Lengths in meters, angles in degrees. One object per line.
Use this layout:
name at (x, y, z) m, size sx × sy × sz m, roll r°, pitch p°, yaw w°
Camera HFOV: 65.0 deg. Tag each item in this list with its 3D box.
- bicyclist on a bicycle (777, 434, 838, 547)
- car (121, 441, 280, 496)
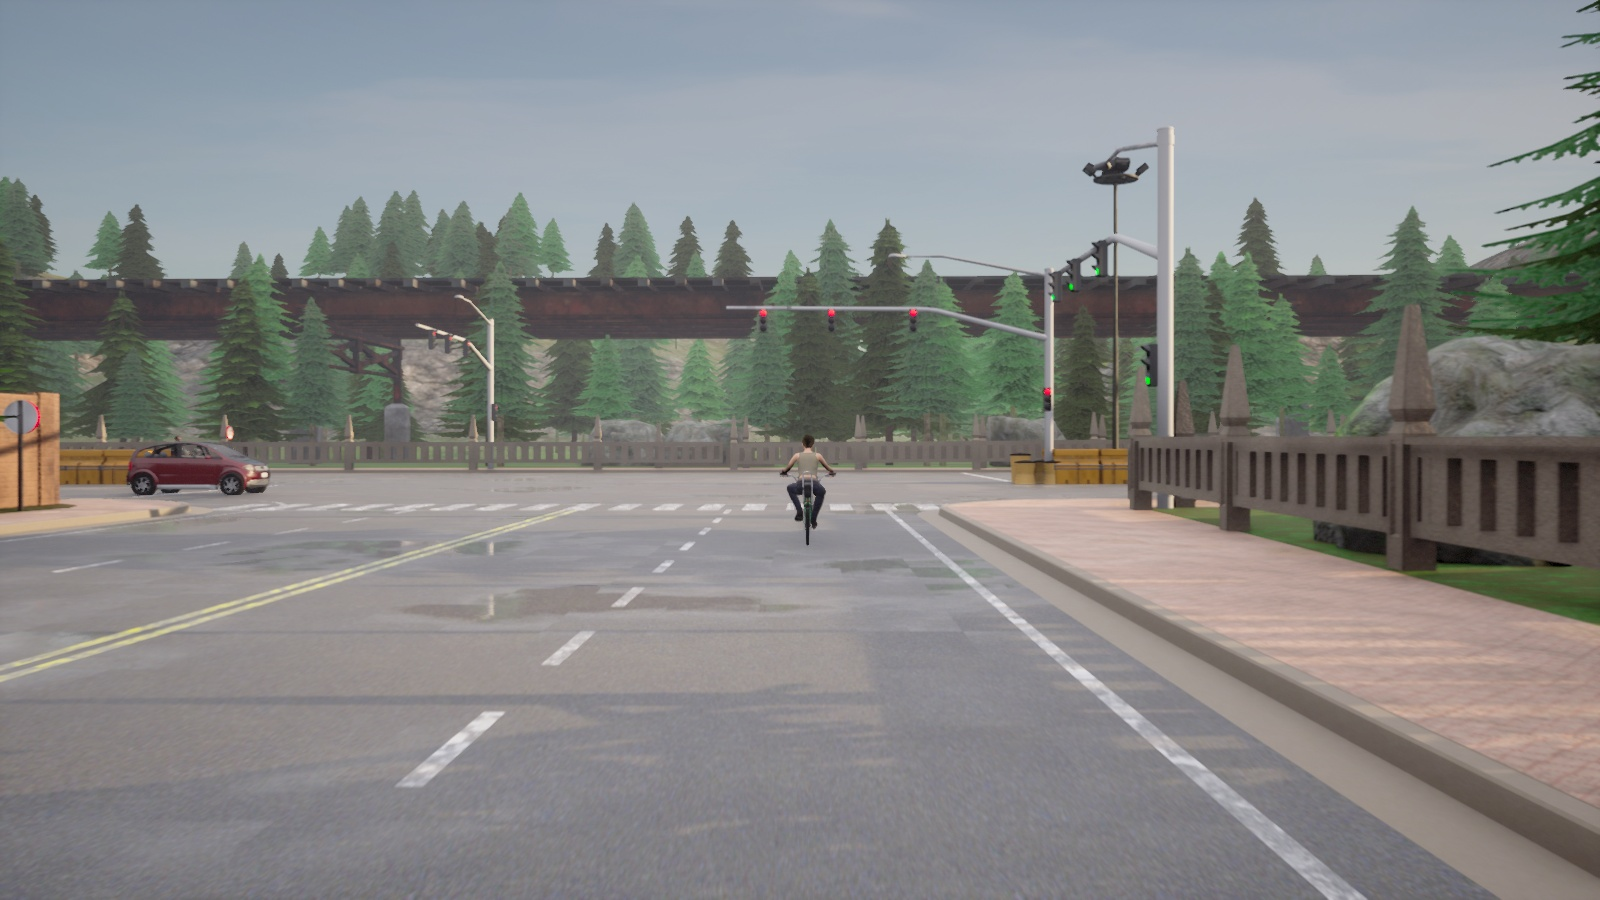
bicyclist on a bicycle at (0.117, 0.577, 18.795) m, size 0.866 × 1.612 × 1.509 m, roll 0°, pitch 0°, yaw 1°
car at (-17.159, 0.508, 36.061) m, size 3.705 × 1.549 × 1.789 m, roll 0°, pitch 0°, yaw 1°
